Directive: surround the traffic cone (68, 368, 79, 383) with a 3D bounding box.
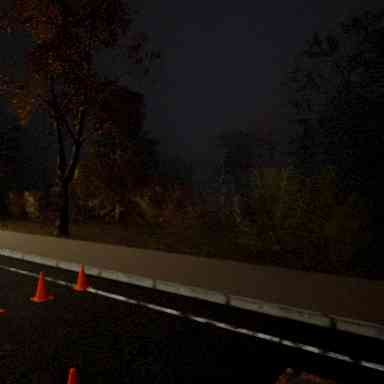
[{"bbox_3d":[-1.127,1.971,3.152,0.340,0.580,0.340,0,0,36],"label":"traffic cone"}]

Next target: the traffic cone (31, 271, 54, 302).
[{"bbox_3d":[-3.200,1.991,7.115,0.340,0.580,0.340,0,0,36],"label":"traffic cone"}]

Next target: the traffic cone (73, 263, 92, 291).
[{"bbox_3d":[-2.615,1.994,7.926,0.340,0.580,0.340,0,0,36],"label":"traffic cone"}]

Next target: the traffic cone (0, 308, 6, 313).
[{"bbox_3d":[-3.785,1.987,6.304,0.340,0.580,0.340,0,0,36],"label":"traffic cone"}]
